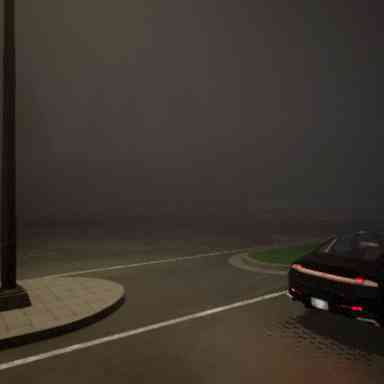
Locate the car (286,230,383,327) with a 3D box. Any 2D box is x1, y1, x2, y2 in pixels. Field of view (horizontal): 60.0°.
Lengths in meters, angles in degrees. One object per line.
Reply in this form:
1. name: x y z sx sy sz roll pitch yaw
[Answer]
1. car: 3.955 1.506 6.485 4.902 1.511 2.128 0 0 -35
